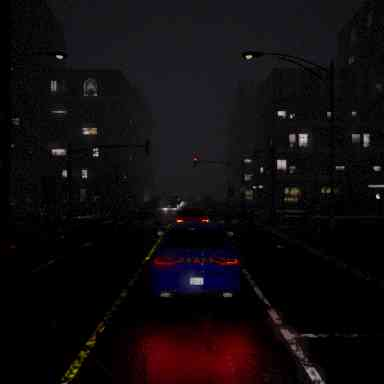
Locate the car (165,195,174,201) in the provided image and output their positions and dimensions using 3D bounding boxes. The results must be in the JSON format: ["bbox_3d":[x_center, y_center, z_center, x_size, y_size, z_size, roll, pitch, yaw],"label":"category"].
[{"bbox_3d":[-5.783,1.480,85.878,1.967,1.590,4.097,0,0,0],"label":"car"}]

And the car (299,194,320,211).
[{"bbox_3d":[14.507,1.210,35.550,4.892,1.490,1.837,-1,0,1],"label":"car"}]

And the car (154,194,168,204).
[{"bbox_3d":[-5.759,1.336,63.148,2.192,1.841,5.009,0,0,0],"label":"car"}]

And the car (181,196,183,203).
[{"bbox_3d":[-3.142,1.370,58.636,2.097,1.767,4.553,0,0,0],"label":"car"}]

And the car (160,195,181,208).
[{"bbox_3d":[-3.133,1.560,49.154,2.033,1.411,5.357,0,0,-1],"label":"car"}]

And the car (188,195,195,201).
[{"bbox_3d":[-0.097,1.522,90.366,1.882,1.535,5.008,0,0,0],"label":"car"}]

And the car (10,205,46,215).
[{"bbox_3d":[-16.709,1.888,32.043,4.718,1.301,1.895,-1,0,-1],"label":"car"}]

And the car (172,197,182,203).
[{"bbox_3d":[-3.084,1.626,68.144,1.895,1.301,4.718,0,0,0],"label":"car"}]

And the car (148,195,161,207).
[{"bbox_3d":[-5.746,1.580,51.783,1.947,1.339,4.313,0,0,0],"label":"car"}]

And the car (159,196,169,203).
[{"bbox_3d":[-5.765,1.550,68.660,1.752,1.417,4.829,0,0,0],"label":"car"}]

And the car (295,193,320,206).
[{"bbox_3d":[14.519,1.014,38.121,5.009,1.841,2.192,-1,1,-1],"label":"car"}]

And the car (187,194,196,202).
[{"bbox_3d":[-0.086,1.390,80.501,2.097,1.767,4.553,0,0,0],"label":"car"}]

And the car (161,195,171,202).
[{"bbox_3d":[-5.771,1.470,74.513,1.967,1.590,4.097,0,0,0],"label":"car"}]

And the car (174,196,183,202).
[{"bbox_3d":[-3.086,1.621,78.483,1.895,1.301,4.718,0,0,0],"label":"car"}]

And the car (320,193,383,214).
[{"bbox_3d":[14.663,1.029,29.743,5.009,1.841,2.192,-1,1,-1],"label":"car"}]

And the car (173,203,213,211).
[{"bbox_3d":[0.079,1.526,17.894,1.812,1.442,4.674,0,0,1],"label":"car"}]

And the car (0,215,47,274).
[{"bbox_3d":[-5.750,1.582,9.759,1.802,1.307,4.206,0,0,0],"label":"car"}]

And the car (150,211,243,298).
[{"bbox_3d":[0.094,1.477,8.554,1.882,1.535,5.008,0,0,0],"label":"car"}]

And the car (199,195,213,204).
[{"bbox_3d":[2.628,1.458,57.476,1.967,1.590,4.097,0,0,0],"label":"car"}]
